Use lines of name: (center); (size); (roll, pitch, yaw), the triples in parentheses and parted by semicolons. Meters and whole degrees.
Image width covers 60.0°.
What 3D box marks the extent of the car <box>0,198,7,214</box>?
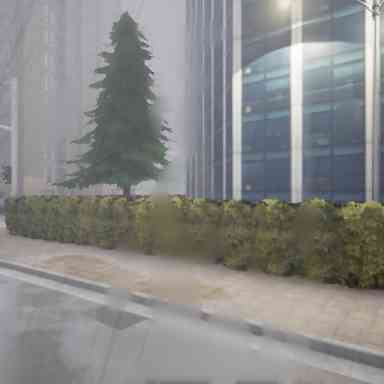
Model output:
car: (-18.870, 1.352, 32.071); (2.097, 1.767, 4.553); (0, 0, 36)
